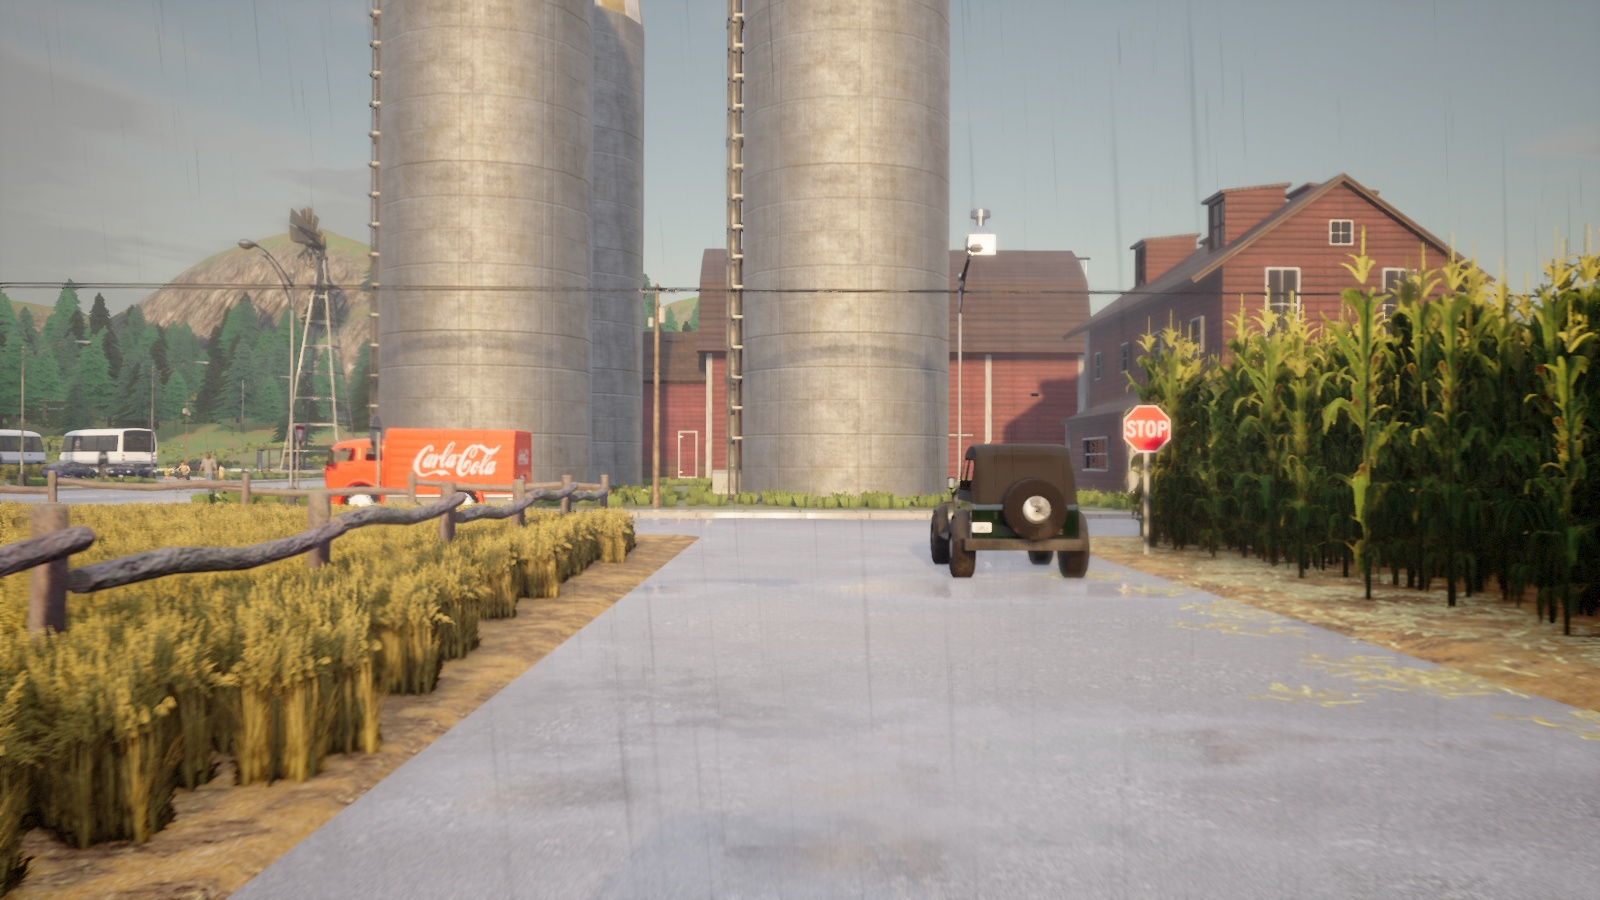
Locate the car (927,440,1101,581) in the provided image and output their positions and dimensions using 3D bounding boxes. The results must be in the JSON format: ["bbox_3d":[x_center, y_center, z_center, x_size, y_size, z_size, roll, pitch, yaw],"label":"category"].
[{"bbox_3d":[3.054,0.831,18.699,1.905,1.878,3.866,0,-1,0],"label":"car"}]

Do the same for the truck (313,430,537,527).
[{"bbox_3d":[-9.921,0.751,33.612,5.204,2.467,2.627,0,-1,1],"label":"truck"}]

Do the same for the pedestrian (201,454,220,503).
[{"bbox_3d":[-22.606,1.091,48.155,0.354,1.836,0.706,0,-1,3],"label":"pedestrian"}]
